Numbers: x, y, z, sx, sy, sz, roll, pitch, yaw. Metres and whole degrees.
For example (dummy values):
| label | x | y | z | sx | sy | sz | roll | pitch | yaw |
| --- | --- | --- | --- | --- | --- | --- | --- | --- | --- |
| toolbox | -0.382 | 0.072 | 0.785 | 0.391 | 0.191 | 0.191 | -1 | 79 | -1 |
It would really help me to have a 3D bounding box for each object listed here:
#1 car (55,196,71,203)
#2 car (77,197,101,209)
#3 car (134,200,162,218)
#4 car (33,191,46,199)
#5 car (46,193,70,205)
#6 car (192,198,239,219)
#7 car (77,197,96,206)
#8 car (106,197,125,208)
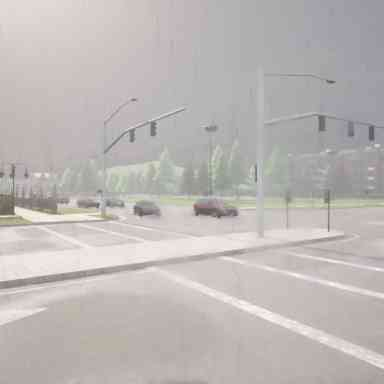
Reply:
| label | x | y | z | sx | sy | sz | roll | pitch | yaw |
| --- | --- | --- | --- | --- | --- | --- | --- | --- | --- |
| car | -26.838 | 1.533 | 69.131 | 1.994 | 1.385 | 4.181 | 0 | 0 | -36 |
| car | -14.148 | 1.600 | 45.552 | 1.895 | 1.301 | 4.718 | 0 | 0 | -36 |
| car | -4.067 | 1.505 | 30.171 | 1.837 | 1.490 | 4.892 | 2 | 0 | -20 |
| car | -32.369 | 0.874 | 70.787 | 2.150 | 2.045 | 5.566 | 0 | 0 | -36 |
| car | -23.217 | 1.224 | 58.095 | 2.150 | 2.045 | 5.566 | 0 | 0 | -36 |
| car | 1.998 | 1.351 | 29.291 | 2.097 | 1.767 | 4.553 | 0 | 0 | -36 |
| car | -18.176 | 1.563 | 57.085 | 1.994 | 1.385 | 4.181 | 0 | 0 | -36 |
| car | -11.342 | 1.491 | 47.647 | 2.128 | 1.511 | 4.902 | 0 | 0 | -36 |
